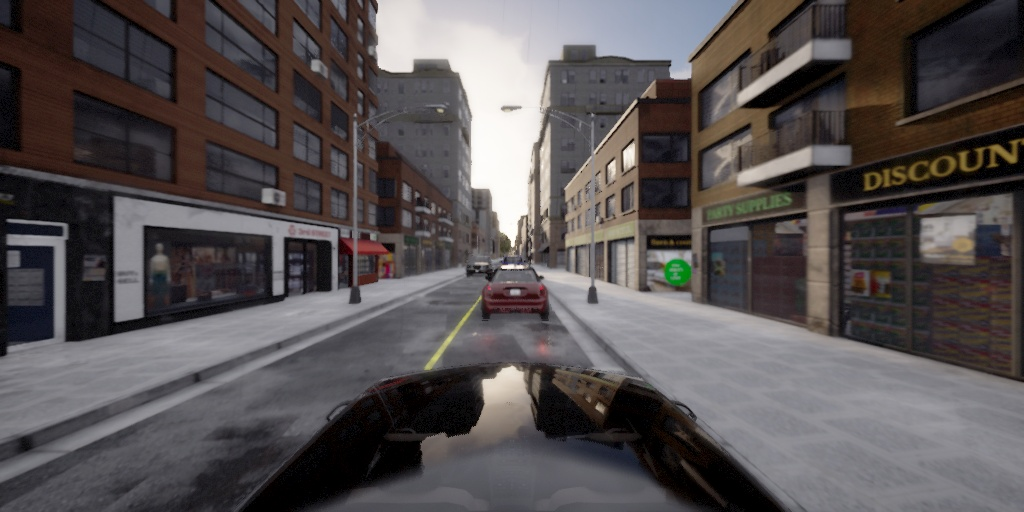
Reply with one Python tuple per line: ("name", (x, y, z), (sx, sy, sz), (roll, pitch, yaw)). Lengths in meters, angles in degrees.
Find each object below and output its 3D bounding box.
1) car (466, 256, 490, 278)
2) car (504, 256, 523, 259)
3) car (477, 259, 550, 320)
("car", (-3.090, 0.982, 34.542), (2.150, 2.045, 5.566), (0, 0, 0))
("car", (0.101, 0.982, 33.129), (2.150, 2.045, 5.566), (0, 0, 0))
("car", (0.099, 1.103, 12.778), (2.097, 1.767, 4.553), (0, 0, 0))
